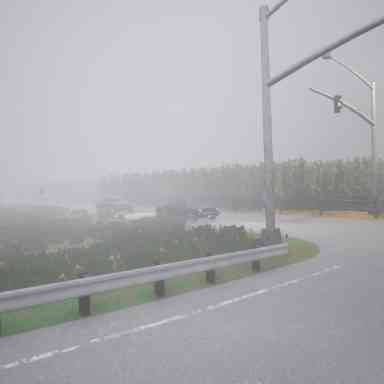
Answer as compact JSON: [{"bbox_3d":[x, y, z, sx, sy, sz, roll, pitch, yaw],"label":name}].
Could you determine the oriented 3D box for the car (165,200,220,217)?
[{"bbox_3d":[-0.355,1.177,22.035,1.895,1.301,4.718,-3,2,-41],"label":"car"}]

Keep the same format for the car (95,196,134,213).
[{"bbox_3d":[-7.024,1.121,29.833,1.837,1.490,4.892,-3,2,-40],"label":"car"}]
